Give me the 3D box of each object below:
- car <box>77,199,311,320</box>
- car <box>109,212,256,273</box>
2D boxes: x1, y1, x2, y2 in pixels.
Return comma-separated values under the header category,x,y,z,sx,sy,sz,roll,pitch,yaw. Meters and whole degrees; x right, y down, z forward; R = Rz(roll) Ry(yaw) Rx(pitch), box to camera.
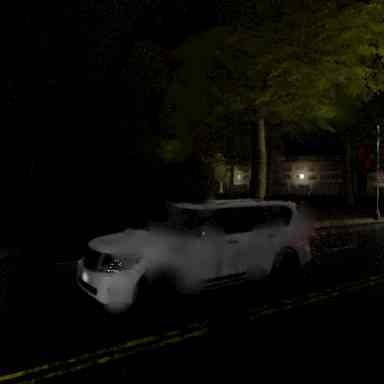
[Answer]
category,x,y,z,sx,sy,sz,roll,pitch,yaw
car,0.343,1.212,7.650,5.566,2.045,2.150,0,0,-34
car,-0.202,1.513,11.188,4.674,1.442,1.812,0,0,-34
